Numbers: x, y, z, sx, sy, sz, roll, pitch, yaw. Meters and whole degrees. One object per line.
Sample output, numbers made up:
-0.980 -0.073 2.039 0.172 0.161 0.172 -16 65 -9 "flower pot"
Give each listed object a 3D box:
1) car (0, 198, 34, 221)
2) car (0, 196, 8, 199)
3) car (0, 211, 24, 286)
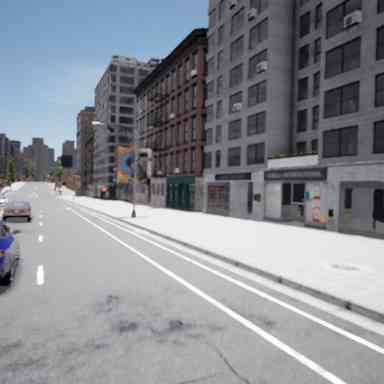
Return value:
-13.080 1.389 25.167 2.033 1.411 5.357 1 0 -24 "car"
-25.757 1.230 45.028 1.812 1.442 4.674 1 0 -24 "car"
-5.604 1.449 8.675 1.812 1.442 4.674 1 0 -24 "car"
